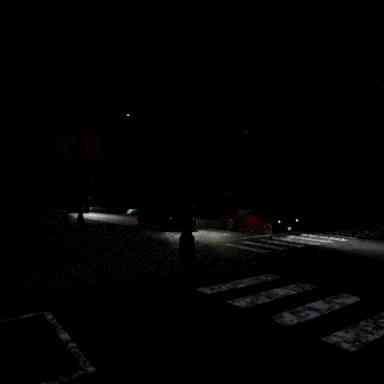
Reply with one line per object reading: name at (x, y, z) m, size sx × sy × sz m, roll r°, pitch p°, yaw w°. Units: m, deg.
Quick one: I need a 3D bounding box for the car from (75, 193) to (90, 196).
car at (-18.961, 1.131, 56.503) m, size 2.150 × 2.045 × 5.566 m, roll 0°, pitch 0°, yaw -35°

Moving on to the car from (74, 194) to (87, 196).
car at (-17.429, 1.402, 48.607) m, size 1.882 × 1.535 × 5.008 m, roll 0°, pitch 0°, yaw -35°

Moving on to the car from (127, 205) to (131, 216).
car at (-4.303, 1.522, 30.206) m, size 1.994 × 1.385 × 4.181 m, roll 0°, pitch 0°, yaw -36°

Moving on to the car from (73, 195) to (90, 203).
car at (-22.047, 1.366, 66.380) m, size 1.882 × 1.535 × 5.008 m, roll 0°, pitch 0°, yaw -36°

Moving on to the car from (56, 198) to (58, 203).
car at (-25.097, 1.438, 65.052) m, size 2.033 × 1.411 × 5.357 m, roll 0°, pitch 0°, yaw -36°

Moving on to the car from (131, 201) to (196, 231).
car at (-1.716, 1.454, 21.031) m, size 1.882 × 1.535 × 5.008 m, roll 0°, pitch 0°, yaw -36°

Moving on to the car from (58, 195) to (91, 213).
car at (-12.615, 1.439, 36.218) m, size 2.128 × 1.511 × 4.902 m, roll 0°, pitch 0°, yaw -36°

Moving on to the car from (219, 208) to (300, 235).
car at (3.755, 1.581, 18.991) m, size 1.895 × 1.301 × 4.718 m, roll 0°, pitch 0°, yaw -36°
